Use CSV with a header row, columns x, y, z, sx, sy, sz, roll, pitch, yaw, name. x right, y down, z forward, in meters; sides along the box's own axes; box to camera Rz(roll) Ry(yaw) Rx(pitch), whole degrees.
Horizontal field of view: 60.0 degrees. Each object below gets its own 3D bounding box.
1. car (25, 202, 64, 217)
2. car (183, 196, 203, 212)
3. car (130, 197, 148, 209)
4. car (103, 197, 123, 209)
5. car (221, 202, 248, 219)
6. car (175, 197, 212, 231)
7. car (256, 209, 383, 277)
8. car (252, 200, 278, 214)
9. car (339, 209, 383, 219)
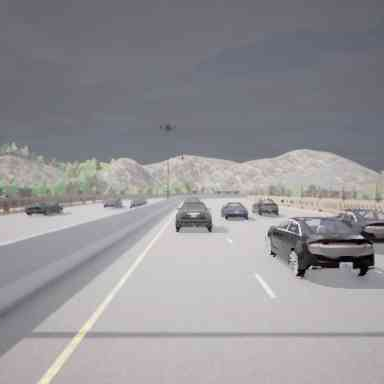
x,y,z,sx,sy,sz,roll,pitch,yaw,name
-14.093,1.602,31.985,1.895,1.301,4.718,0,0,0,car
0.102,1.353,38.634,2.097,1.767,4.553,0,0,0,car
-7.075,1.508,44.728,1.837,1.490,4.892,0,-1,0,car
-10.575,1.508,44.727,1.837,1.490,4.892,0,-1,0,car
3.602,1.565,28.666,1.994,1.385,4.181,0,0,0,car
0.102,1.353,20.661,2.097,1.767,4.553,0,0,0,car
3.600,1.492,10.192,2.128,1.511,4.902,0,0,0,car
7.102,1.493,32.567,2.128,1.511,4.902,0,0,0,car
7.102,1.492,14.316,2.128,1.511,4.902,0,0,0,car
